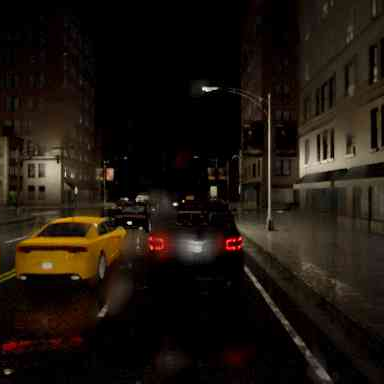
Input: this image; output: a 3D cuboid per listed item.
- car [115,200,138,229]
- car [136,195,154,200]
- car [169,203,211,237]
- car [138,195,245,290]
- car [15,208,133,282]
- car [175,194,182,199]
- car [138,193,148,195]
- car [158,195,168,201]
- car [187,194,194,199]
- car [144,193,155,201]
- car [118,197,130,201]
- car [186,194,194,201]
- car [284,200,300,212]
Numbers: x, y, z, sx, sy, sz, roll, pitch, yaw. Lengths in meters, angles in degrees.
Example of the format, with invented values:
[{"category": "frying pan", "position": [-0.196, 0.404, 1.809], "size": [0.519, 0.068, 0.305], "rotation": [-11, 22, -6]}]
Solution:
[{"category": "car", "position": [-3.258, 1.456, 19.784], "size": [1.882, 1.535, 5.008], "rotation": [0, 0, 0]}, {"category": "car", "position": [-6.870, 1.505, 49.959], "size": [1.994, 1.385, 4.181], "rotation": [0, 0, 0]}, {"category": "car", "position": [-0.103, 1.470, 19.076], "size": [2.128, 1.511, 4.902], "rotation": [0, 0, 0]}, {"category": "car", "position": [0.051, 1.212, 9.209], "size": [2.150, 2.045, 5.566], "rotation": [0, 0, 0]}, {"category": "car", "position": [-3.203, 1.467, 9.789], "size": [1.882, 1.535, 5.008], "rotation": [0, 0, 0]}, {"category": "car", "position": [-3.760, 1.250, 91.435], "size": [1.837, 1.490, 4.892], "rotation": [0, 0, 0]}, {"category": "car", "position": [-10.132, 1.135, 68.560], "size": [2.150, 2.045, 5.566], "rotation": [0, 0, 0]}, {"category": "car", "position": [-6.943, 1.435, 79.530], "size": [2.033, 1.411, 5.357], "rotation": [0, 0, 0]}, {"category": "car", "position": [-0.510, 1.345, 91.484], "size": [1.895, 1.301, 4.718], "rotation": [0, 0, 0]}, {"category": "car", "position": [-10.197, 1.239, 80.242], "size": [2.097, 1.767, 4.553], "rotation": [0, 0, 0]}, {"category": "car", "position": [-10.121, 1.505, 49.892], "size": [1.994, 1.385, 4.181], "rotation": [0, 0, 0]}, {"category": "car", "position": [-0.451, 1.371, 81.034], "size": [1.882, 1.535, 5.008], "rotation": [0, 0, 0]}, {"category": "car", "position": [12.568, 1.560, 37.742], "size": [4.181, 1.385, 1.994], "rotation": [0, 0, 0]}]
